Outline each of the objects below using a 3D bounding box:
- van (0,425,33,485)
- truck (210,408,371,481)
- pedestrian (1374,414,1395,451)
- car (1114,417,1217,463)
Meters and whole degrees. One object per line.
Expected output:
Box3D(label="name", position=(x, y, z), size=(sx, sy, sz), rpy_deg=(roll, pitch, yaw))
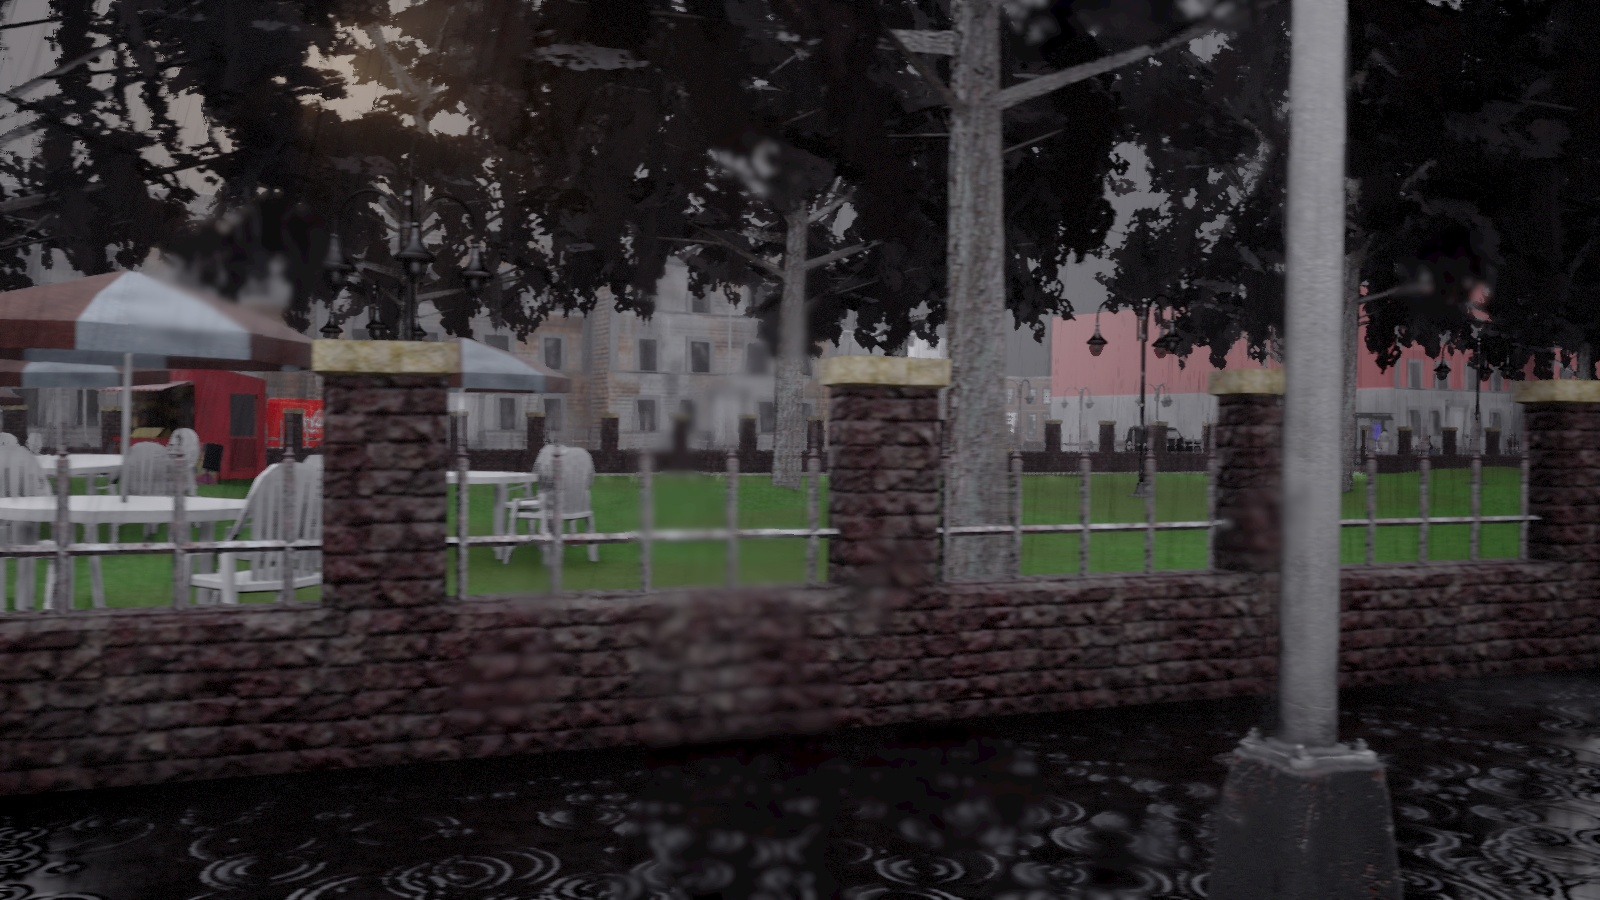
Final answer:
Box3D(label="van", position=(-28.114, 0.180, 41.483), size=(4.442, 1.987, 1.775), rpy_deg=(-1, 1, -21))
Box3D(label="truck", position=(-18.266, -0.227, 45.236), size=(5.204, 2.467, 2.627), rpy_deg=(-1, 1, -21))
Box3D(label="pedestrian", position=(31.677, -0.944, 68.053), size=(0.873, 1.952, 0.659), rpy_deg=(-1, 1, -31))
Box3D(label="car", position=(15.693, -0.453, 53.899), size=(3.866, 1.878, 1.905), rpy_deg=(-1, 1, -21))
